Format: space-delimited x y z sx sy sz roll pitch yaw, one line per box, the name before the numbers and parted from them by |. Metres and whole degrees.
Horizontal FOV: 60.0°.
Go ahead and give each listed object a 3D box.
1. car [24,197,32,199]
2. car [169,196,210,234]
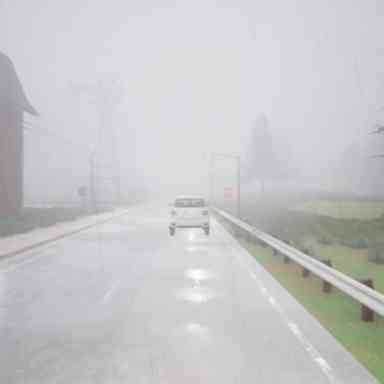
car | -33.231 1.688 67.096 1.784 1.438 3.905 0 0 -1
car | -0.159 1.241 19.347 2.150 2.045 5.566 0 0 -1
